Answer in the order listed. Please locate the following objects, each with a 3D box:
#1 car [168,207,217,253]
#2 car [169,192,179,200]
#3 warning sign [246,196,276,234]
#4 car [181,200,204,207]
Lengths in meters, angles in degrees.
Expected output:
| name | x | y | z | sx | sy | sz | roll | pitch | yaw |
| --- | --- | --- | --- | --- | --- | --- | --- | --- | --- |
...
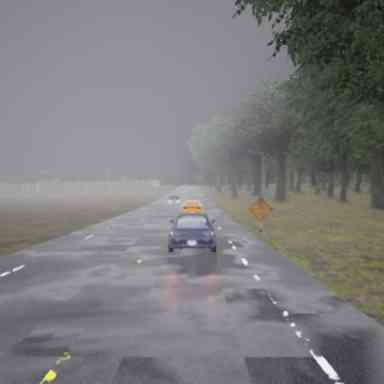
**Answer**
| name | x | y | z | sx | sy | sz | roll | pitch | yaw |
| --- | --- | --- | --- | --- | --- | --- | --- | --- | --- |
| car | 0.028 | 1.585 | 13.848 | 1.812 | 1.442 | 4.674 | 0 | 0 | 1 |
| car | -3.511 | 0.738 | 65.293 | 1.882 | 1.535 | 5.008 | 0 | 2 | 0 |
| warning sign | 3.544 | 1.169 | 17.186 | 1.300 | 1.860 | 1.060 | 0 | 0 | 0 |
| car | 0.032 | 1.438 | 29.175 | 1.882 | 1.535 | 5.008 | 0 | 1 | 1 |
